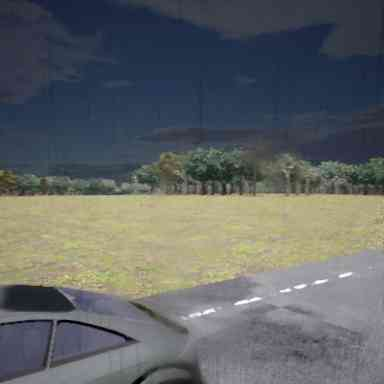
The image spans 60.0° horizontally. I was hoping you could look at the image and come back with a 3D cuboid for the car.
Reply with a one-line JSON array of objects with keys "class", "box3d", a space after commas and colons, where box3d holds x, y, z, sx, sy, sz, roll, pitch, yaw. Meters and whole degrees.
[{"class": "car", "box3d": [-1.924, 1.565, 2.628, 4.181, 1.385, 1.994, 0, 0, -36]}]
